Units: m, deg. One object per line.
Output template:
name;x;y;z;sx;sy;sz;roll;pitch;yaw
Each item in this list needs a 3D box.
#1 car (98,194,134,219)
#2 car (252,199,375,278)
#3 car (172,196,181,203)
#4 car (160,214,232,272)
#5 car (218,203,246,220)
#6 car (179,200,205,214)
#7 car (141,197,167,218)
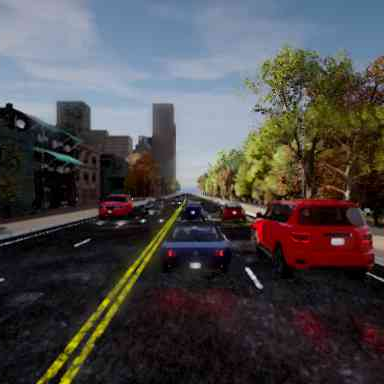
car;-6.609;1.241;29.523;2.150;2.045;5.566;0;0;0
car;3.344;1.229;10.316;2.150;2.045;5.566;0;0;0
car;-3.288;1.514;71.884;1.812;1.442;4.674;0;0;0
car;0.095;1.608;10.792;1.895;1.301;4.718;0;0;0
car;3.337;1.583;28.103;1.994;1.385;4.181;0;0;0
car;0.087;1.583;28.159;1.994;1.385;4.181;0;0;0
car;-3.358;1.511;29.994;2.128;1.511;4.902;0;0;0
